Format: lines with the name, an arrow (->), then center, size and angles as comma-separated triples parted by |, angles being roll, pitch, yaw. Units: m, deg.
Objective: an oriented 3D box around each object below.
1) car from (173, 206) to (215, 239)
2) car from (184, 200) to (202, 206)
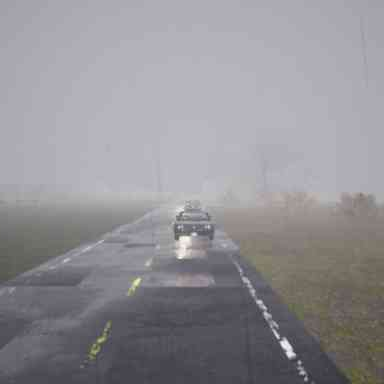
car -> 0.093, 1.599, 17.128 | 1.895, 1.301, 4.718 | 0, 0, 0
car -> 0.089, 1.544, 36.064 | 2.033, 1.411, 5.357 | 0, 0, 0
